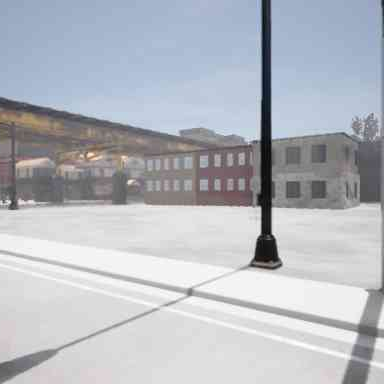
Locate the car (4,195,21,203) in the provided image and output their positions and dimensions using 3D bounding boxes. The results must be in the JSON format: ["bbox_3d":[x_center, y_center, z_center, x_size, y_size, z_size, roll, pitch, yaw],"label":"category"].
[{"bbox_3d":[-33.933,1.452,63.565,2.038,1.542,4.974,0,0,-23],"label":"car"}]

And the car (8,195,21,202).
[{"bbox_3d":[-33.954,1.295,63.612,1.853,1.218,4.536,0,0,-23],"label":"car"}]

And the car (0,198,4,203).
[{"bbox_3d":[-37.461,1.453,62.351,4.974,1.542,2.038,0,0,7],"label":"car"}]

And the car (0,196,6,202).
[{"bbox_3d":[-37.513,1.295,62.356,4.536,1.218,1.853,0,0,7],"label":"car"}]
